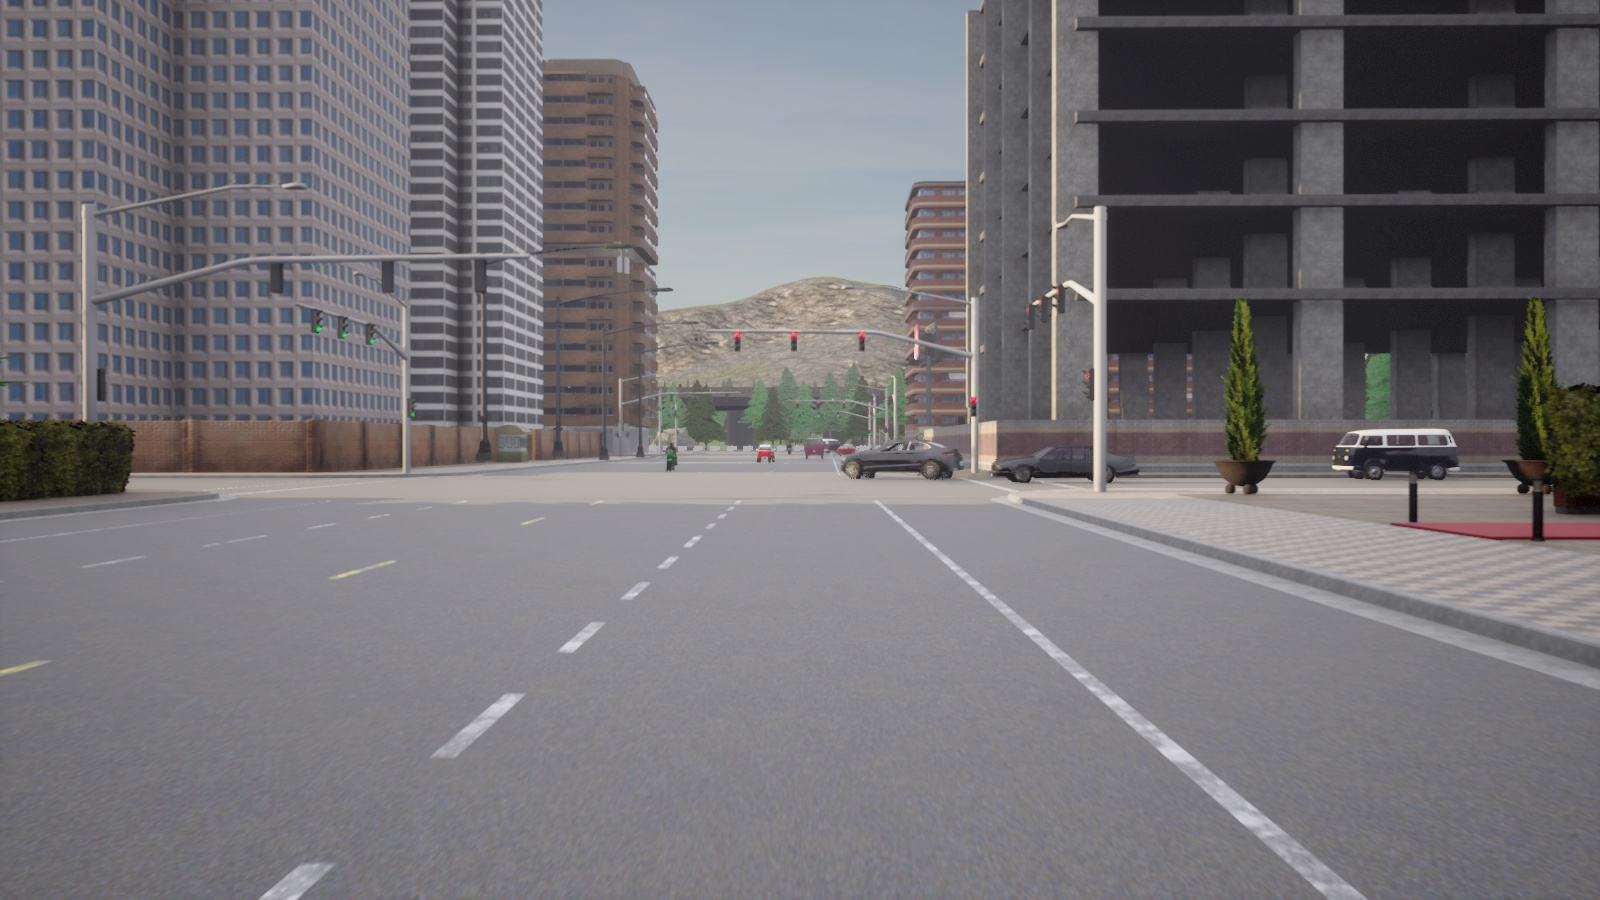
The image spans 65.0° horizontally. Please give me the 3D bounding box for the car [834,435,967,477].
[{"bbox_3d":[4.124,0.239,51.429,5.027,1.651,2.152,0,0,22],"label":"car"}]

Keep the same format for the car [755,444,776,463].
[{"bbox_3d":[-2.615,0.261,95.495,1.481,1.376,2.207,0,1,1],"label":"car"}]

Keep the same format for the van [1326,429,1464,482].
[{"bbox_3d":[23.514,0.209,49.725,4.480,2.038,2.069,0,0,1],"label":"van"}]

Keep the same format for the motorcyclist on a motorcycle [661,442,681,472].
[{"bbox_3d":[-6.750,0.352,65.938,0.797,1.523,2.044,0,0,1],"label":"motorcyclist on a motorcycle"}]

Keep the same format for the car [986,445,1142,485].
[{"bbox_3d":[9.682,0.540,46.398,5.357,1.411,2.033,0,0,1],"label":"car"}]
